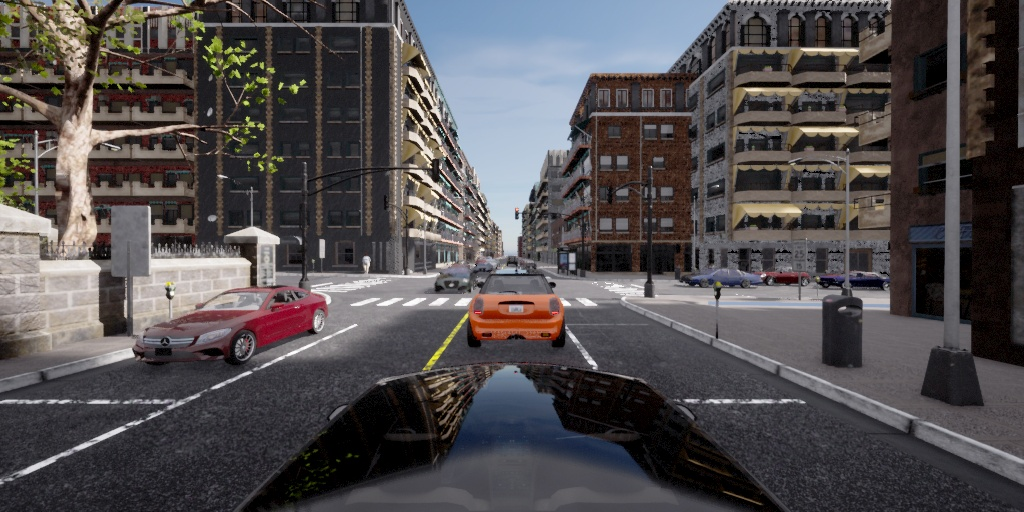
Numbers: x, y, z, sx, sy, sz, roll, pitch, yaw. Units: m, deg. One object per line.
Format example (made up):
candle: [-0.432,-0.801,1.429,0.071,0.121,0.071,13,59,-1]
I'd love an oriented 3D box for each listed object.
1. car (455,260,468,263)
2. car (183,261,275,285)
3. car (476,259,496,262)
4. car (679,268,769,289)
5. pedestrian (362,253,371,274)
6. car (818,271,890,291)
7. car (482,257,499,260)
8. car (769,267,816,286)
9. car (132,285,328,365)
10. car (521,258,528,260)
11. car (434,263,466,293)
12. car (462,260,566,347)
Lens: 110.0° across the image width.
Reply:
car: [-5.735,1.187,40.364,1.967,1.591,4.097,0,0,0]
car: [-17.673,1.034,22.550,4.181,1.385,1.994,1,0,-1]
car: [-3.143,1.312,39.923,1.994,1.385,4.181,0,0,0]
car: [15.220,1.584,26.190,5.357,1.411,2.033,1,0,-1]
pedestrian: [-12.748,0.651,31.348,0.375,1.860,0.375,0,-1,-1]
car: [25.253,1.815,26.321,4.718,1.301,1.895,1,0,-1]
car: [-3.153,1.274,53.792,1.812,1.442,4.674,0,0,0]
car: [21.348,1.571,28.834,4.097,1.591,1.967,0,0,-1]
car: [-5.696,1.331,7.953,1.802,1.307,4.207,0,0,0]
car: [2.631,1.298,51.646,2.007,1.370,4.403,0,0,0]
car: [-3.123,1.312,20.494,1.994,1.385,4.181,0,0,0]
car: [0.118,1.101,9.463,2.097,1.767,4.553,0,0,1]
